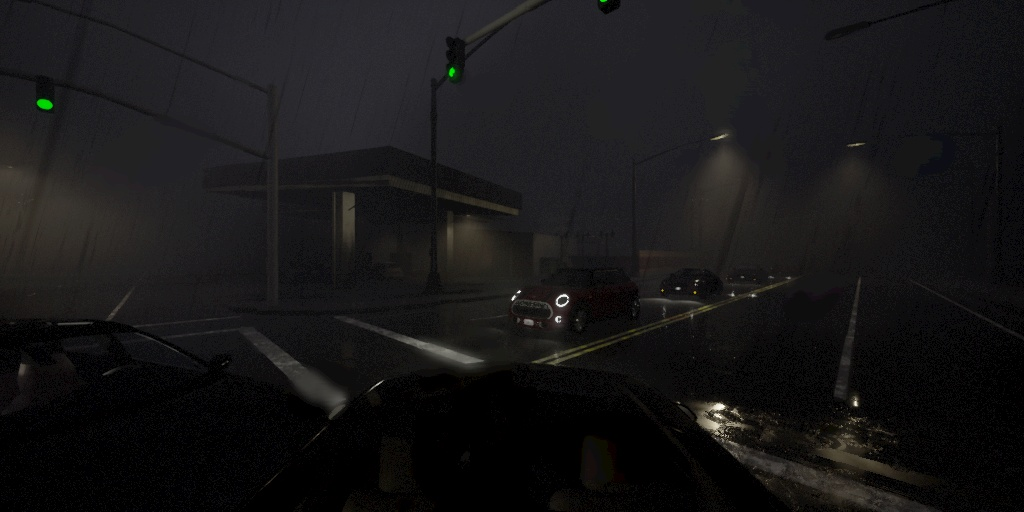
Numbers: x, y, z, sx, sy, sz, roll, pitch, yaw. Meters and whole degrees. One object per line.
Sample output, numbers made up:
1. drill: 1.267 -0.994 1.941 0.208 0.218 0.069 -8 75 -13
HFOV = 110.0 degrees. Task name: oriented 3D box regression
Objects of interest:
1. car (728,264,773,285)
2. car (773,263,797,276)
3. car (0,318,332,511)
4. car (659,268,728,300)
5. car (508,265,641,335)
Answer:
1. car: 17.591 1.309 26.638 1.994 1.385 4.181 0 0 44
2. car: 28.521 1.396 37.659 1.895 1.301 4.718 0 0 44
3. car: -3.449 1.242 2.391 4.902 1.511 2.128 0 0 14
4. car: 8.997 1.311 17.893 1.994 1.385 4.181 0 0 44
5. car: 1.996 1.101 10.748 2.097 1.767 4.553 0 0 45
